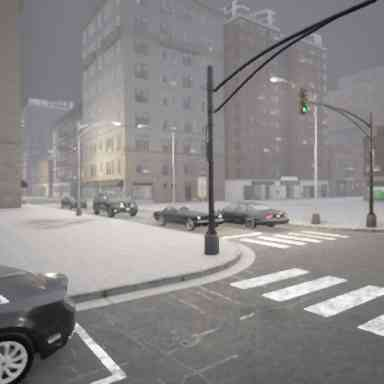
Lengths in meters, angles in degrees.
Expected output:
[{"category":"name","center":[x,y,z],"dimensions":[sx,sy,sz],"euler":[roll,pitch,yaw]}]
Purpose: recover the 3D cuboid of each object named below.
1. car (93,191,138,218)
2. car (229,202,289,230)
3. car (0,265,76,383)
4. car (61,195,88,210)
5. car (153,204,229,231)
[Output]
[{"category":"car","center":[-6.525,0.956,27.807],"dimensions":[2.150,2.045,5.566],"euler":[-1,1,-35]},{"category":"car","center":[3.070,1.301,19.457],"dimensions":[2.033,1.411,5.357],"euler":[-1,1,-36]},{"category":"car","center":[-3.584,1.563,3.632],"dimensions":[4.403,1.369,2.008],"euler":[-1,1,-35]},{"category":"car","center":[-13.245,1.159,37.242],"dimensions":[1.882,1.535,5.008],"euler":[-1,1,-35]},{"category":"car","center":[-0.309,1.385,19.124],"dimensions":[1.895,1.301,4.718],"euler":[-1,1,-36]}]
